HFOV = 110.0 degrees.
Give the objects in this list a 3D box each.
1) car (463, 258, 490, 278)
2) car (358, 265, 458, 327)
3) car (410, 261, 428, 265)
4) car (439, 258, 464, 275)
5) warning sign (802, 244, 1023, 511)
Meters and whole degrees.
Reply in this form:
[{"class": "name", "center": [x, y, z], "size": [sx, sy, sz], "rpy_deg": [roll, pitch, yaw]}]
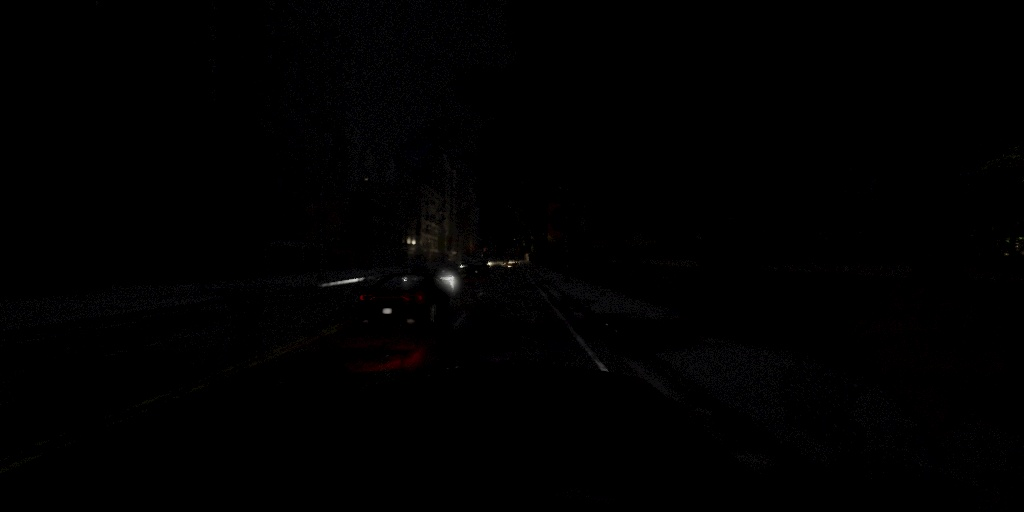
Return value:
[{"class": "car", "center": [-3.151, 1.226, 34.251], "size": [1.882, 1.535, 5.008], "rpy_deg": [0, 0, 0]}, {"class": "car", "center": [-3.158, 1.228, 11.563], "size": [1.882, 1.535, 5.008], "rpy_deg": [0, 0, 0]}, {"class": "car", "center": [-9.842, 1.240, 36.932], "size": [2.128, 1.511, 4.902], "rpy_deg": [0, 0, 0]}, {"class": "car", "center": [-6.592, 1.240, 36.927], "size": [2.128, 1.511, 4.902], "rpy_deg": [0, 0, 0]}, {"class": "warning sign", "center": [2.850, 0.866, 2.437], "size": [1.300, 1.860, 1.060], "rpy_deg": [0, 0, 0]}]
